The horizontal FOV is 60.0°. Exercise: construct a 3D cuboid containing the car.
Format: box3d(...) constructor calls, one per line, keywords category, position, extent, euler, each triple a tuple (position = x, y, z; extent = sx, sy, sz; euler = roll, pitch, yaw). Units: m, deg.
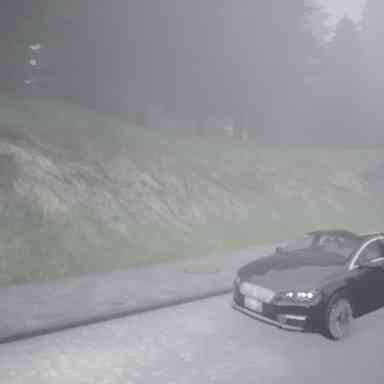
box3d(category="car", position=(2.976, 1.541, 6.687), extent=(4.902, 1.511, 2.128), euler=(1, 0, -35))
